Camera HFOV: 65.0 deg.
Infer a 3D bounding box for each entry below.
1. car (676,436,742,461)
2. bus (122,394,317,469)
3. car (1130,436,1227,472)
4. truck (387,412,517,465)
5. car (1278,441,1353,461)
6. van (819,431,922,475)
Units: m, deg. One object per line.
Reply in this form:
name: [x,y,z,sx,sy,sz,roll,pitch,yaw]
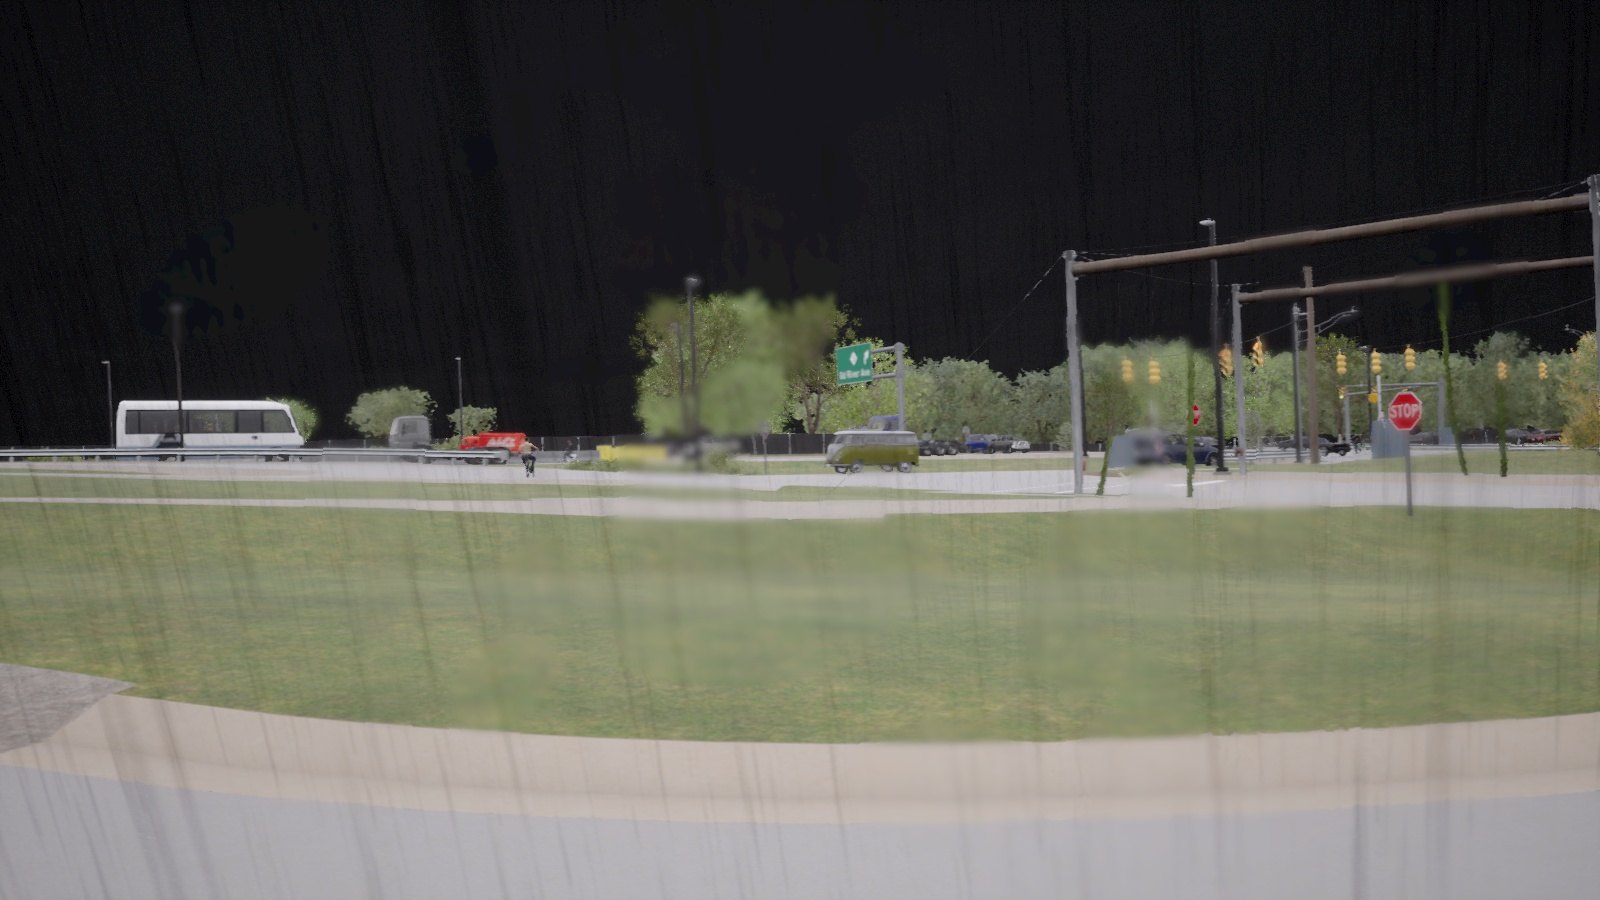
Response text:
car: [-6.927,-0.123,95.645,4.605,1.855,1.932,-1,0,-25]
bus: [-34.461,-1.060,74.825,10.273,4.253,3.944,-1,0,-25]
car: [17.152,0.179,56.876,3.988,1.617,1.851,0,-1,-26]
truck: [-23.251,-0.760,84.022,7.936,3.462,2.891,-1,0,-25]
car: [34.967,0.069,85.239,1.895,1.301,4.718,-1,0,-23]
van: [3.262,0.133,57.825,4.442,1.987,1.775,0,-1,-27]
